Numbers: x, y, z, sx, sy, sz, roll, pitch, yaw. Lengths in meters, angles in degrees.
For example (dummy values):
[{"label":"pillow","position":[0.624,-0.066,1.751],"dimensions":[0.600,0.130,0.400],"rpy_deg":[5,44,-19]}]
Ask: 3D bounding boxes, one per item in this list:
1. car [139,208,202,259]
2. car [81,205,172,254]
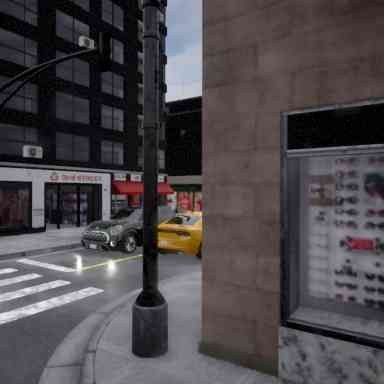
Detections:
[{"label":"car","position":[0.465,1.501,12.860],"dimensions":[1.882,1.535,5.008],"rpy_deg":[0,0,33]},{"label":"car","position":[-2.319,1.366,13.813],"dimensions":[2.097,1.767,4.553],"rpy_deg":[0,0,33]}]
